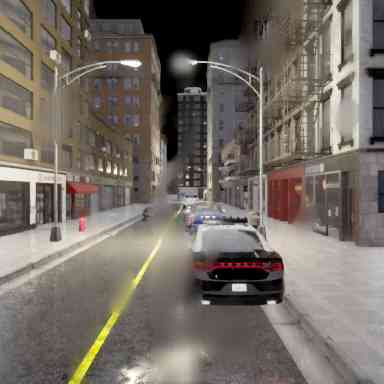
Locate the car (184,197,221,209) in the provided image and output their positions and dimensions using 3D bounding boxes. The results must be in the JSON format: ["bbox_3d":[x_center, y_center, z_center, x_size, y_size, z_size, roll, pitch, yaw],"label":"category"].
[{"bbox_3d":[0.766,1.350,18.118,2.097,1.767,4.553,0,0,0],"label":"car"}]

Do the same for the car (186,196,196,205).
[{"bbox_3d":[-0.198,1.526,60.743,1.812,1.442,4.674,0,0,0],"label":"car"}]

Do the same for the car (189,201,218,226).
[{"bbox_3d":[0.747,1.476,24.147,1.882,1.535,5.008,0,0,0],"label":"car"}]

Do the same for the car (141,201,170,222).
[{"bbox_3d":[-2.836,1.502,26.599,1.837,1.490,4.892,0,0,0],"label":"car"}]

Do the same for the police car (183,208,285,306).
[{"bbox_3d":[0.799,1.425,8.257,1.930,1.638,5.238,0,0,0],"label":"police car"}]

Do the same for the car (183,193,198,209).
[{"bbox_3d":[-0.114,1.219,45.943,2.150,2.045,5.566,0,0,0],"label":"car"}]
